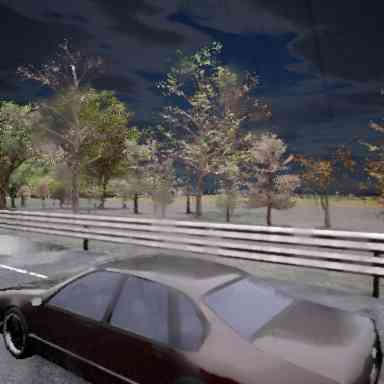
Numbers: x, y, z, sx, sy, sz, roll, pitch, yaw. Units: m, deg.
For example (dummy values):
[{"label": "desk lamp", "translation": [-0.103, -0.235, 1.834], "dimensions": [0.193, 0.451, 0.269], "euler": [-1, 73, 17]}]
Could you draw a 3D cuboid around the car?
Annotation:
[{"label": "car", "translation": [-0.538, 1.558, 4.253], "dimensions": [5.357, 1.411, 2.033], "euler": [0, 0, 36]}]
